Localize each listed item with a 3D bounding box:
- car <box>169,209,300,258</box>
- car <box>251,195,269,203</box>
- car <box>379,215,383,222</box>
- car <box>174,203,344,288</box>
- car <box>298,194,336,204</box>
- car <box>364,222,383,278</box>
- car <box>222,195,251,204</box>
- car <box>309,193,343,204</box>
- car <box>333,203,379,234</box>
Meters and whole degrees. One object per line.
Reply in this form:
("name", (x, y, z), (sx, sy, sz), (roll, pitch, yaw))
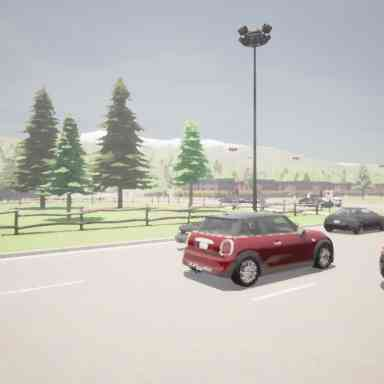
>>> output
("car", (1.890, 1.545, 13.678), (5.357, 1.411, 2.033), (0, 0, -35))
("car", (12.111, 1.338, 62.123), (2.097, 1.767, 4.553), (0, 0, -35))
("car", (11.194, 1.521, 16.003), (4.674, 1.442, 1.812), (0, 0, -35))
("car", (2.021, 1.350, 9.477), (4.553, 1.767, 2.097), (0, 0, -35))
("car", (17.687, 1.493, 48.011), (1.837, 1.490, 4.892), (0, 0, -35))
("car", (6.483, 1.523, 8.356), (4.674, 1.442, 1.812), (0, 0, -35))
("car", (7.858, 1.536, 62.127), (2.033, 1.411, 5.357), (0, 0, -34))
("car", (20.086, 1.209, 50.693), (2.150, 2.045, 5.566), (0, 0, -35))
("car", (9.414, 1.559, 19.030), (4.181, 1.385, 1.994), (0, 0, -35))
